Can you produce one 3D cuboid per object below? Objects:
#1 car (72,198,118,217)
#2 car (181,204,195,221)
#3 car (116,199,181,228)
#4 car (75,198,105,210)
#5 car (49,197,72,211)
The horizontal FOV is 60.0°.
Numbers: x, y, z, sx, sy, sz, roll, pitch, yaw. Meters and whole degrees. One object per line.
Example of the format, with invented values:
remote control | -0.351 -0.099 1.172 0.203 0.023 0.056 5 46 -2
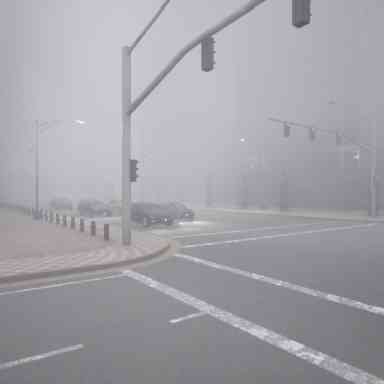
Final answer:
car | -8.985 1.492 30.526 2.033 1.411 5.357 0 0 -35
car | -1.547 1.509 26.091 1.994 1.385 4.181 0 0 -36
car | -3.018 1.449 22.142 1.837 1.490 4.892 0 0 -36
car | -13.153 1.492 42.615 2.033 1.411 5.357 0 0 -35
car | -15.972 1.422 40.539 1.882 1.535 5.008 0 0 -35
